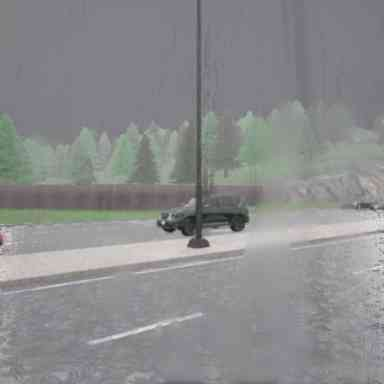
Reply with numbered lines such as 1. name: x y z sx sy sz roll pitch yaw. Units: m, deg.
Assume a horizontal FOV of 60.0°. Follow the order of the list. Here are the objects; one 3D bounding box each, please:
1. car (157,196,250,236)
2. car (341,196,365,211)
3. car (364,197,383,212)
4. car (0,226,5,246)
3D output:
1. car: 0.788 1.225 18.619 5.566 2.045 2.150 0 0 -35
2. car: 20.447 1.360 41.077 4.553 1.767 2.097 0 0 -35
3. car: 22.401 1.501 38.172 4.902 1.511 2.128 0 0 -35
4. car: -9.183 1.351 11.571 4.553 1.767 2.097 0 0 -35
